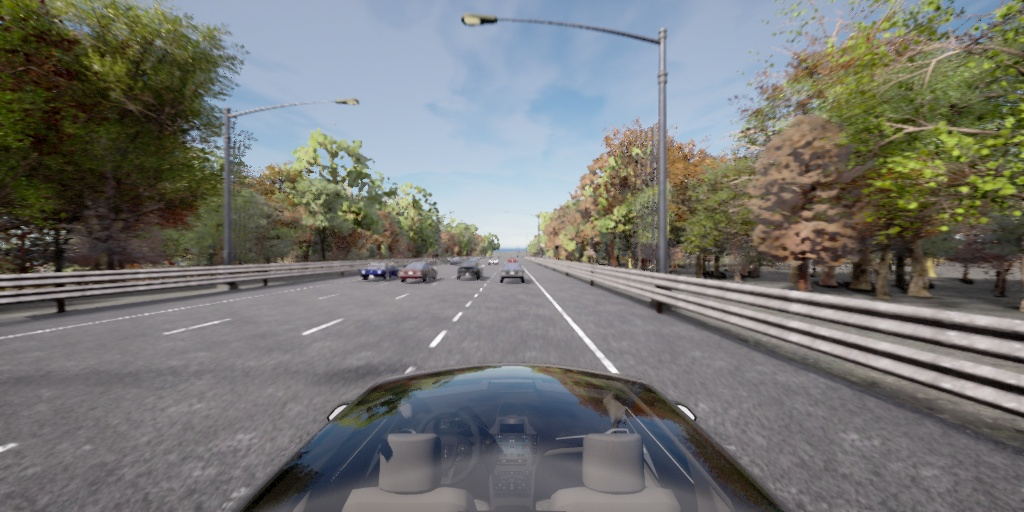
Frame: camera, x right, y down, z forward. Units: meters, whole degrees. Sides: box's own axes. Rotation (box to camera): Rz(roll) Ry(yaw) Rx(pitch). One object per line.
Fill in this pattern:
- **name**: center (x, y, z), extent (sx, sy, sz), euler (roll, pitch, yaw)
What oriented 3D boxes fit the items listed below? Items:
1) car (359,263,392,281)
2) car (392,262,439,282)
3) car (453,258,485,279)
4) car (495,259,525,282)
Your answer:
- **car**: center (-10.454, 1.236, 28.991), extent (1.895, 1.301, 4.718), euler (0, 0, 1)
- **car**: center (-6.970, 1.191, 27.173), extent (2.033, 1.411, 5.357), euler (0, 0, 1)
- **car**: center (-3.443, 1.137, 30.275), extent (1.837, 1.490, 4.892), euler (0, 1, 0)
- **car**: center (0.029, 1.190, 27.161), extent (2.033, 1.411, 5.357), euler (0, 0, 1)
